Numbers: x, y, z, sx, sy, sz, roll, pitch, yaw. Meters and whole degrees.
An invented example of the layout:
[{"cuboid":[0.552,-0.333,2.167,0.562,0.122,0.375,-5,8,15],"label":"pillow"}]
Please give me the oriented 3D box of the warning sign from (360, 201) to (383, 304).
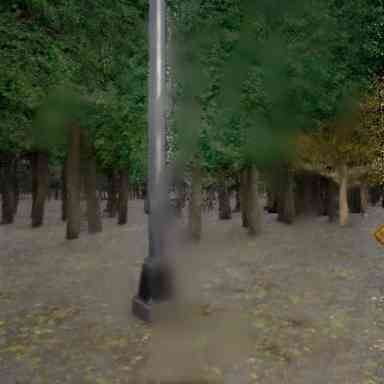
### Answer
[{"cuboid":[4.061,1.118,6.217,1.060,1.860,1.300,0,-1,-35],"label":"warning sign"}]
